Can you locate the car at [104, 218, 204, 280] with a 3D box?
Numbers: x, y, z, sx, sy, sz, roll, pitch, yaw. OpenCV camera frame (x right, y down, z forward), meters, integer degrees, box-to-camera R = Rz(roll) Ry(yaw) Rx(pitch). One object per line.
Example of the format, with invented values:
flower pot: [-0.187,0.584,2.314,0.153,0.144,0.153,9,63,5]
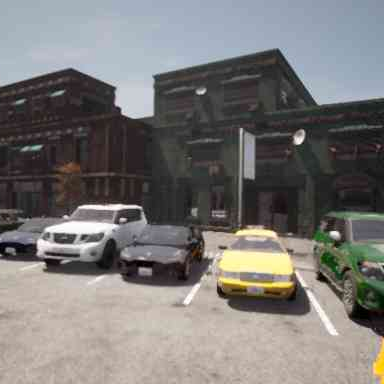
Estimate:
car: [-0.785,1.782,11.093,2.163,1.488,4.792,1,-2,10]

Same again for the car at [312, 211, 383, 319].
car: [4.423,1.527,8.082,2.435,2.045,5.566,2,-2,10]

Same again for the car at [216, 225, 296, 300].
car: [1.782,1.755,9.426,1.946,1.575,5.366,1,-2,10]

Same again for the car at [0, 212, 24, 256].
car: [-5.965,1.760,14.123,2.163,1.488,4.792,1,-2,10]

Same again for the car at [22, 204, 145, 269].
car: [-3.368,1.490,12.620,2.435,2.045,5.566,1,-2,10]

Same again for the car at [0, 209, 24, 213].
car: [-8.568,1.595,15.642,2.185,1.767,4.553,1,-2,10]
